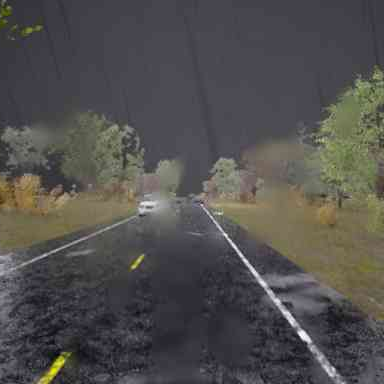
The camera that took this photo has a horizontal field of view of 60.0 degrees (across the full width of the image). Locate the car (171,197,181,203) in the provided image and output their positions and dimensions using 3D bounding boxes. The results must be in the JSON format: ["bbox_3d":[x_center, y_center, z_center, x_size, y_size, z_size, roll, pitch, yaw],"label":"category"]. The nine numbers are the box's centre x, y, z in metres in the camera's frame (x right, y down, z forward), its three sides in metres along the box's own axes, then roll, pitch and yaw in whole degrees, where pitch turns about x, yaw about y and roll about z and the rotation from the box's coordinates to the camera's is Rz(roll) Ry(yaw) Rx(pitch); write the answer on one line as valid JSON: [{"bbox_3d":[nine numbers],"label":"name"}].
[{"bbox_3d":[-3.490,1.694,72.298,1.994,1.385,4.181,0,0,0],"label":"car"}]

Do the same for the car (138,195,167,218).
[{"bbox_3d":[-3.593,1.259,30.914,2.150,2.045,5.566,0,0,0],"label":"car"}]

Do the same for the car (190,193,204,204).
[{"bbox_3d":[1.233,1.498,64.825,2.097,1.767,4.553,0,0,0],"label":"car"}]

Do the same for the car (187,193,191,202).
[{"bbox_3d":[0.012,1.321,82.658,2.150,2.045,5.566,0,0,0],"label":"car"}]
